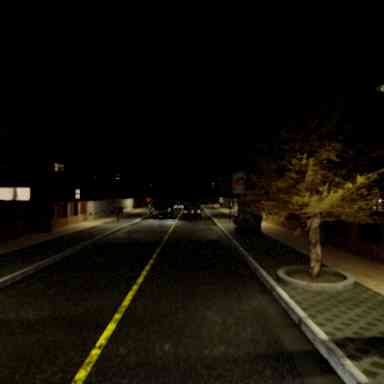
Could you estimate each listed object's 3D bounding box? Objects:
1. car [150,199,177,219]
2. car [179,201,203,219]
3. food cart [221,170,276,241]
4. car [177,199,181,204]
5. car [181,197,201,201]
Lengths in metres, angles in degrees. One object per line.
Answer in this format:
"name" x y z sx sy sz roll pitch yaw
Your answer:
"car" -2.852 1.670 32.315 2.097 1.767 4.553 0 -1 0
"car" 0.052 1.869 32.664 2.033 1.411 5.357 0 -1 0
"food cart" 3.045 0.653 19.061 2.280 3.560 4.660 1 1 0
"car" -2.761 2.193 73.543 2.128 1.511 4.902 0 -1 0
"car" 0.028 1.673 45.841 2.150 2.045 5.566 0 -1 1
